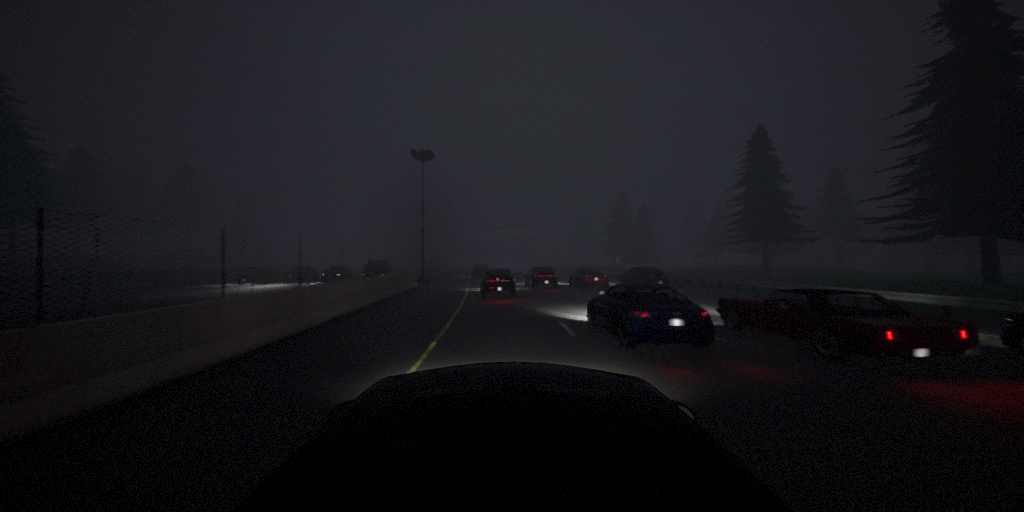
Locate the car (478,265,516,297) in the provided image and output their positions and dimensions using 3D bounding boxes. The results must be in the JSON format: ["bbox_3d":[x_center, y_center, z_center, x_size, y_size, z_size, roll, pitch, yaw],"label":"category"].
[{"bbox_3d":[-0.858,1.466,20.676,1.837,1.490,4.892,0,-1,-5],"label":"car"}]

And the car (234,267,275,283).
[{"bbox_3d":[-23.968,1.753,34.075,2.033,1.411,5.357,0,-1,-10],"label":"car"}]

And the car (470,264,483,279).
[{"bbox_3d":[-3.394,1.648,38.741,1.882,1.535,5.008,0,-1,-11],"label":"car"}]

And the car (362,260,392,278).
[{"bbox_3d":[-13.832,1.423,37.128,2.150,2.045,5.566,0,-1,-10],"label":"car"}]

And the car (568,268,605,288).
[{"bbox_3d":[5.530,1.562,26.433,1.994,1.385,4.181,0,-1,-7],"label":"car"}]

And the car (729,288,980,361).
[{"bbox_3d":[6.935,1.395,8.356,1.895,1.301,4.718,0,-1,-2],"label":"car"}]

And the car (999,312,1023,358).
[{"bbox_3d":[10.503,1.218,4.874,1.882,1.535,5.008,0,-1,-1],"label":"car"}]

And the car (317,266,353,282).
[{"bbox_3d":[-17.082,1.698,35.307,1.837,1.490,4.892,0,-1,-10],"label":"car"}]

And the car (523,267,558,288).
[{"bbox_3d":[2.031,1.516,26.266,1.837,1.490,4.892,0,-1,-7],"label":"car"}]

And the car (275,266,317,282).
[{"bbox_3d":[-20.590,1.695,35.081,2.128,1.511,4.902,0,-1,-10],"label":"car"}]

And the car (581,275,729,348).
[{"bbox_3d":[3.365,1.385,9.492,1.994,1.385,4.181,0,-1,-2],"label":"car"}]

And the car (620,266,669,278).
[{"bbox_3d":[9.181,1.476,25.349,1.837,1.490,4.892,0,-1,-6],"label":"car"}]
